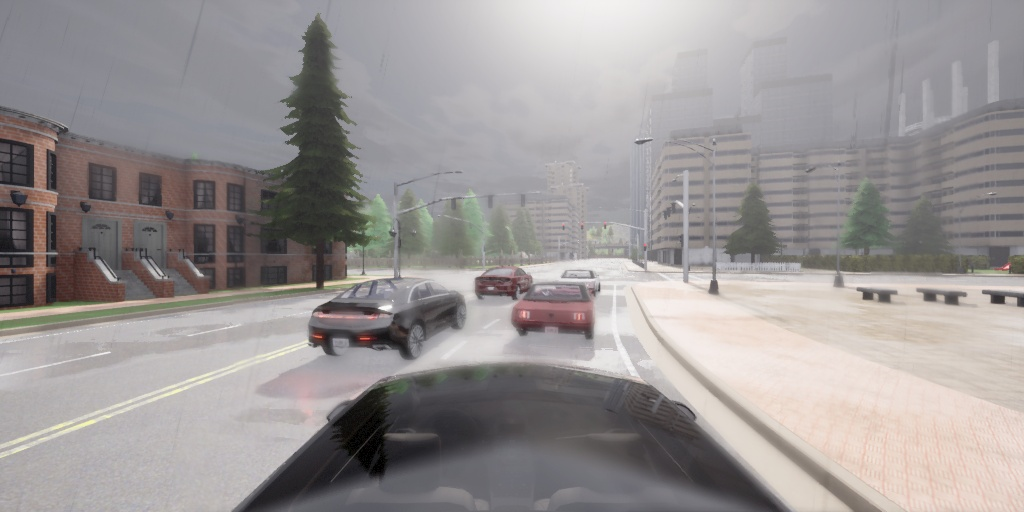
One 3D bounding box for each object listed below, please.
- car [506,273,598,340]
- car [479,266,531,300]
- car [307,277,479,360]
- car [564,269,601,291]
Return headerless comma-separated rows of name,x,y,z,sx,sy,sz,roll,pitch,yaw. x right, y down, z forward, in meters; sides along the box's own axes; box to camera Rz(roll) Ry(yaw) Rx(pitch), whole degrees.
car,1.381,1.351,10.098,1.895,1.301,4.718,0,0,13
car,-0.237,1.228,17.645,1.882,1.535,5.008,0,0,15
car,-2.491,1.242,8.428,2.128,1.511,4.902,0,0,9
car,3.634,1.351,18.986,1.895,1.301,4.718,0,0,17
